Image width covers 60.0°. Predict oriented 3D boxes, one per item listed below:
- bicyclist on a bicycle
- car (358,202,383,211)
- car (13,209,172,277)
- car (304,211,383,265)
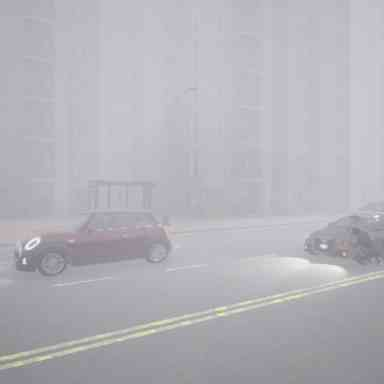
[{"bbox_3d":[4.745,1.488,9.336,1.656,0.582,1.620,29,-19,37],"label":"bicyclist on a bicycle"},{"bbox_3d":[10.670,1.351,18.781,4.553,1.767,2.097,0,0,-31],"label":"car"},{"bbox_3d":[-2.981,1.352,10.372,4.553,1.767,2.097,0,0,-31],"label":"car"},{"bbox_3d":[5.934,1.563,11.750,4.181,1.385,1.994,0,0,-32],"label":"car"}]
